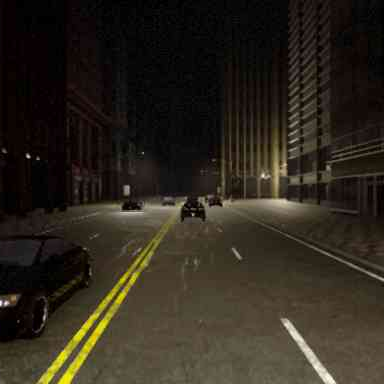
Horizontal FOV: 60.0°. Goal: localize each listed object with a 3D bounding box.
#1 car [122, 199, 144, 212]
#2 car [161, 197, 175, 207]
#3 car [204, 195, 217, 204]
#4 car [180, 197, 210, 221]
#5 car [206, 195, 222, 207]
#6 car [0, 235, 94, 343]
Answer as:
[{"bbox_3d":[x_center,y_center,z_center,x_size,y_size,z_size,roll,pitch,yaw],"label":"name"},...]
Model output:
[{"bbox_3d":[-6.620,1.475,37.531,1.994,1.385,4.181,0,0,0],"label":"car"},{"bbox_3d":[-3.365,1.406,48.064,2.033,1.411,5.357,0,0,0],"label":"car"},{"bbox_3d":[3.213,1.287,58.719,2.128,1.511,4.902,0,0,0],"label":"car"},{"bbox_3d":[0.084,1.443,26.389,2.128,1.511,4.902,0,0,0],"label":"car"},{"bbox_3d":[3.320,1.408,47.825,2.033,1.411,5.357,0,0,0],"label":"car"},{"bbox_3d":[-3.353,1.556,6.410,1.994,1.385,4.181,0,0,0],"label":"car"}]
